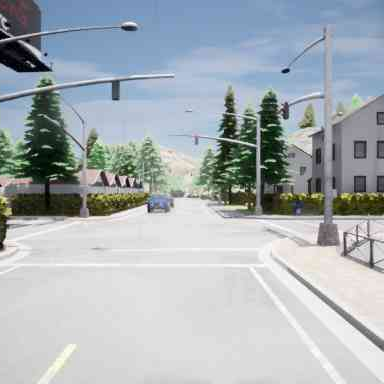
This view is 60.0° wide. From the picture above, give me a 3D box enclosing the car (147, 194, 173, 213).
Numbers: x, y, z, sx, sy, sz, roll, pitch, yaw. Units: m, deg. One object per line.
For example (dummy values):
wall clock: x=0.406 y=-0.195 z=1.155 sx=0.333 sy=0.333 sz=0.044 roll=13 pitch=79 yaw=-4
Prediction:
car: x=-3.611 y=1.225 z=36.525 sx=2.150 sy=2.045 sz=5.566 roll=0 pitch=0 yaw=0
